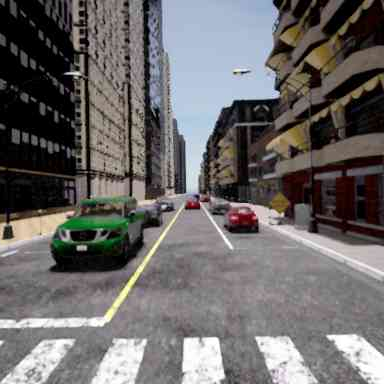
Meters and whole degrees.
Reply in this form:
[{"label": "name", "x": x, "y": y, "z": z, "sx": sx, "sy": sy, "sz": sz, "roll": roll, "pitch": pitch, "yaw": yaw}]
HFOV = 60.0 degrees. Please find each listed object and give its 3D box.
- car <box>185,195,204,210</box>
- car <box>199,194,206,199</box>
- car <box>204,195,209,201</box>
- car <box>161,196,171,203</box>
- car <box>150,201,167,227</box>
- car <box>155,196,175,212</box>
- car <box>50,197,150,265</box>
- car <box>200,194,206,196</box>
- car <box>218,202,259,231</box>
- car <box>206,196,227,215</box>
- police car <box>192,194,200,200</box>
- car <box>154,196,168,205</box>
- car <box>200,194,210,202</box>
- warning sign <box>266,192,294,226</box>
[{"label": "car", "x": 0.070, "y": 1.465, "z": 41.734, "sx": 1.994, "sy": 1.385, "sz": 4.181, "roll": -1, "pitch": 0, "yaw": 0}, {"label": "car", "x": 2.867, "y": 1.327, "z": 94.384, "sx": 1.752, "sy": 1.417, "sz": 4.829, "roll": -1, "pitch": 0, "yaw": 0}, {"label": "car", "x": 2.751, "y": 1.404, "z": 37.729, "sx": 2.008, "sy": 1.369, "sz": 4.403, "roll": -1, "pitch": 0, "yaw": 0}, {"label": "car", "x": -5.558, "y": 1.527, "z": 71.638, "sx": 1.887, "sy": 1.381, "sz": 4.507, "roll": -1, "pitch": 0, "yaw": 0}, {"label": "car", "x": -3.069, "y": 1.552, "z": 22.470, "sx": 1.994, "sy": 1.385, "sz": 4.181, "roll": -1, "pitch": 0, "yaw": 0}, {"label": "car", "x": -3.004, "y": 1.459, "z": 38.474, "sx": 2.128, "sy": 1.511, "sz": 4.902, "roll": -1, "pitch": 0, "yaw": 0}, {"label": "car", "x": -3.099, "y": 1.225, "z": 12.127, "sx": 2.150, "sy": 2.045, "sz": 5.566, "roll": -1, "pitch": 0, "yaw": 0}, {"label": "car", "x": 2.809, "y": 1.404, "z": 65.972, "sx": 1.802, "sy": 1.307, "sz": 4.206, "roll": -1, "pitch": 0, "yaw": 0}, {"label": "car", "x": 2.763, "y": 1.460, "z": 19.163, "sx": 1.802, "sy": 1.307, "sz": 4.206, "roll": -1, "pitch": 0, "yaw": 0}, {"label": "car", "x": 2.739, "y": 1.412, "z": 32.081, "sx": 2.008, "sy": 1.369, "sz": 4.403, "roll": -1, "pitch": 0, "yaw": 0}, {"label": "police car", "x": 1.064, "y": 1.265, "z": 89.391, "sx": 1.930, "sy": 1.638, "sz": 5.238, "roll": -1, "pitch": 0, "yaw": 0}, {"label": "car", "x": -5.581, "y": 1.544, "z": 60.340, "sx": 2.008, "sy": 1.369, "sz": 4.403, "roll": -1, "pitch": 0, "yaw": 0}, {"label": "car", "x": 2.818, "y": 1.258, "z": 71.620, "sx": 1.967, "sy": 1.590, "sz": 4.097, "roll": -1, "pitch": 0, "yaw": 0}, {"label": "warning sign", "x": 5.077, "y": 0.947, "z": 19.273, "sx": 1.300, "sy": 1.860, "sz": 1.060, "roll": -1, "pitch": 0, "yaw": 0}]
